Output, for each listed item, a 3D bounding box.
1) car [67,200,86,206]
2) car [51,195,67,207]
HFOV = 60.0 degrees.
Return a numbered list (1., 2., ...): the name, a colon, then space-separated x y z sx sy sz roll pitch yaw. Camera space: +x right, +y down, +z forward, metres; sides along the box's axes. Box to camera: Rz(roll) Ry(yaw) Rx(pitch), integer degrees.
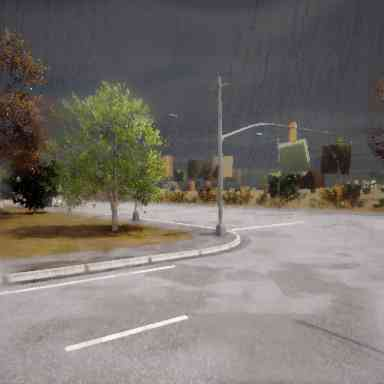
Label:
1. car: -18.574 1.460 53.206 1.882 1.535 5.008 -1 0 -39
2. car: -21.298 1.552 51.010 1.812 1.442 4.674 -1 0 -39
